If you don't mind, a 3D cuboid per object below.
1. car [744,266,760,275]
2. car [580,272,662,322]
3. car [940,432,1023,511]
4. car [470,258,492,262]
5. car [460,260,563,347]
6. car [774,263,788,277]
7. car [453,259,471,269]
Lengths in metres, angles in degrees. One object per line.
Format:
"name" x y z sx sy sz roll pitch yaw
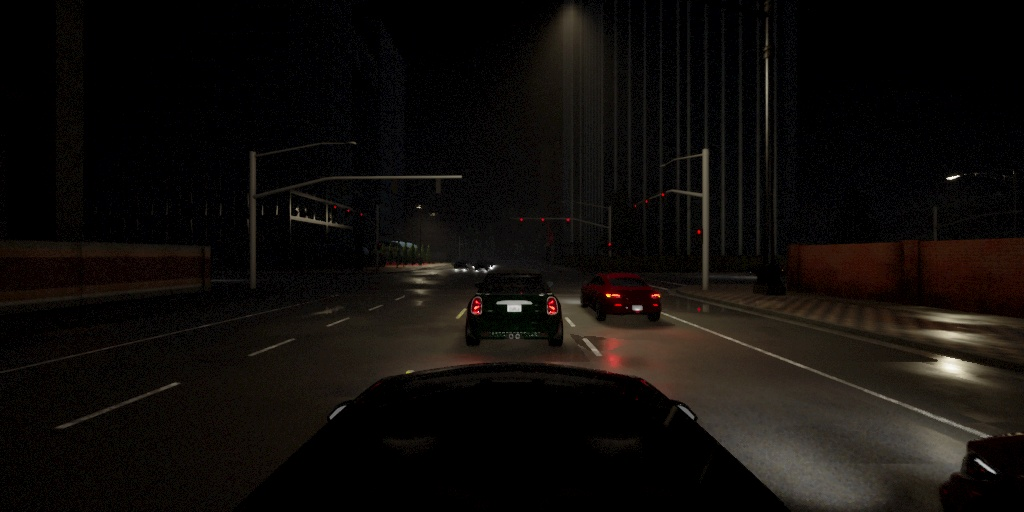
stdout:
"car" 26.688 1.350 36.796 4.718 1.301 1.895 0 0 0
"car" 3.556 1.275 12.276 1.812 1.442 4.674 0 0 2
"car" 3.585 1.276 0.217 1.812 1.442 4.674 0 0 0
"car" -4.360 1.296 51.908 2.033 1.411 5.357 0 0 0
"car" 0.062 1.102 9.518 2.097 1.767 4.553 0 0 0
"car" 26.722 1.350 33.297 4.718 1.301 1.895 0 0 0
"car" -7.958 1.312 56.299 1.994 1.385 4.181 0 0 -1
